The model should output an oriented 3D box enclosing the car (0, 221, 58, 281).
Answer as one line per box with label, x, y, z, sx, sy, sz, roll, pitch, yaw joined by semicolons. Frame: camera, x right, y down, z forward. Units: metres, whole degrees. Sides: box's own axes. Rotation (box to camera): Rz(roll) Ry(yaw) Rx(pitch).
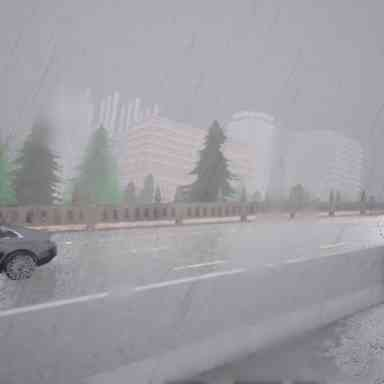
car;-5.976;1.490;8.327;4.902;1.511;2.128;1;0;-36
